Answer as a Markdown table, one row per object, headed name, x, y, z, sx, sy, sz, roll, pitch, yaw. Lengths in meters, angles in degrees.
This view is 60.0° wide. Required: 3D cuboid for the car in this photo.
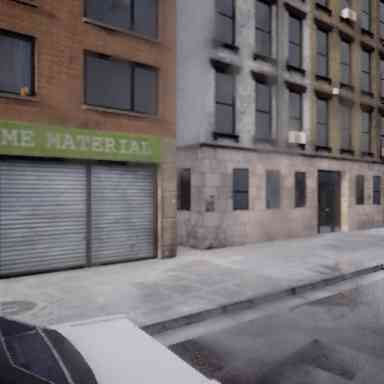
| name | x | y | z | sx | sy | sz | roll | pitch | yaw |
| --- | --- | --- | --- | --- | --- | --- | --- | --- | --- |
| car | -2.170 | 1.601 | 1.816 | 4.718 | 1.301 | 1.895 | 0 | 0 | -35 |
